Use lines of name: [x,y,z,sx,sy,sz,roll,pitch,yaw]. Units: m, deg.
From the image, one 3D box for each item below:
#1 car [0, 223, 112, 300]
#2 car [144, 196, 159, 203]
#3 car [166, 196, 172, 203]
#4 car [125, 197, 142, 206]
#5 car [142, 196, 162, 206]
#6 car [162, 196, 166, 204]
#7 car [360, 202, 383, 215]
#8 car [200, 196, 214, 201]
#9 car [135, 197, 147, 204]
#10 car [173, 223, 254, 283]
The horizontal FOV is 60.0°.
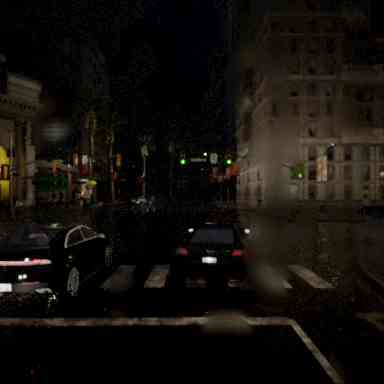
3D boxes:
car: [-3.406,1.520,8.438,2.128,1.511,4.902,0,0,0]
car: [-9.657,1.785,79.345,2.128,1.511,4.902,0,0,10]
car: [-6.155,1.737,79.049,1.882,1.535,5.008,0,0,10]
car: [-10.505,1.742,59.161,2.033,1.411,5.357,0,0,0]
car: [-7.005,1.685,58.890,2.128,1.511,4.902,0,0,0]
car: [-7.000,1.751,68.937,1.812,1.442,4.674,0,0,0]
car: [20.624,1.717,35.529,4.718,1.301,1.895,0,0,0]
car: [4.323,1.790,95.243,1.882,1.535,5.008,0,0,38]
car: [-10.502,1.751,69.140,1.812,1.442,4.674,0,0,0]
car: [0.786,1.598,9.922,1.994,1.385,4.181,0,0,11]
